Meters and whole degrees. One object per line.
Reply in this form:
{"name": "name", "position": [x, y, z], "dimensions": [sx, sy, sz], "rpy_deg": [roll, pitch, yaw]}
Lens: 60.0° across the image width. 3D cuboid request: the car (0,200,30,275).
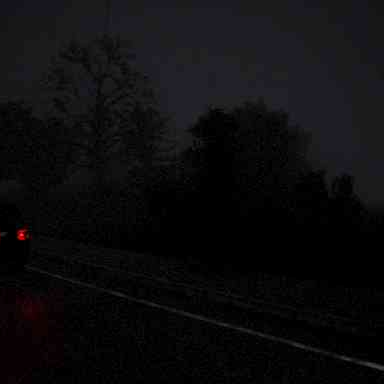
{"name": "car", "position": [-6.687, 1.239, 9.452], "dimensions": [5.566, 2.045, 2.150], "rpy_deg": [0, 0, 40]}
